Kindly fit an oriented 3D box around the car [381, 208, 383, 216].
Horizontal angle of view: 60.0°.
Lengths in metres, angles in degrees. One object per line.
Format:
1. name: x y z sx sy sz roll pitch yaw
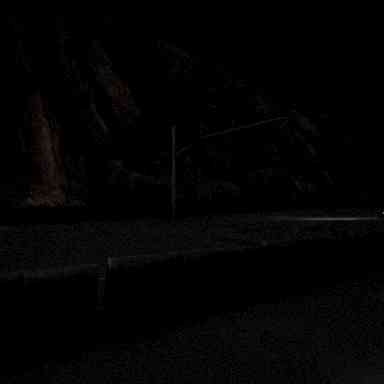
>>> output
1. car: 18.019 1.433 26.850 4.902 1.511 2.128 0 -1 3
